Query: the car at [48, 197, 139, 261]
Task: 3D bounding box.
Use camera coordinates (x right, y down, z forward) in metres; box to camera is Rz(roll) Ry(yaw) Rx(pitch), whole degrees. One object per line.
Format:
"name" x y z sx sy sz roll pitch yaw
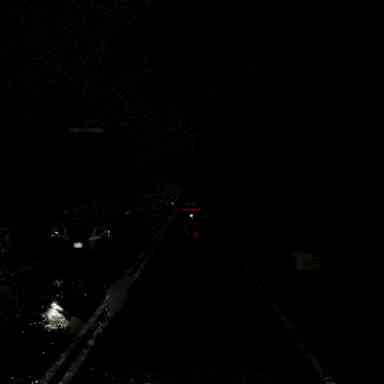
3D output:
"car" -3.376 1.216 12.605 2.150 2.045 5.566 0 0 0

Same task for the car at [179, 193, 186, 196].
"car" -2.038 0.935 78.601 1.994 1.385 4.181 0 1 -3

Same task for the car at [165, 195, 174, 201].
"car" -4.997 1.253 72.869 1.895 1.301 4.718 0 1 -3

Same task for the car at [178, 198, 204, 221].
"car" -0.080 1.478 27.106 1.837 1.490 4.892 0 0 -1

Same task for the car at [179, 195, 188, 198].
"car" -0.483 1.491 44.451 1.994 1.385 4.181 0 0 -2
